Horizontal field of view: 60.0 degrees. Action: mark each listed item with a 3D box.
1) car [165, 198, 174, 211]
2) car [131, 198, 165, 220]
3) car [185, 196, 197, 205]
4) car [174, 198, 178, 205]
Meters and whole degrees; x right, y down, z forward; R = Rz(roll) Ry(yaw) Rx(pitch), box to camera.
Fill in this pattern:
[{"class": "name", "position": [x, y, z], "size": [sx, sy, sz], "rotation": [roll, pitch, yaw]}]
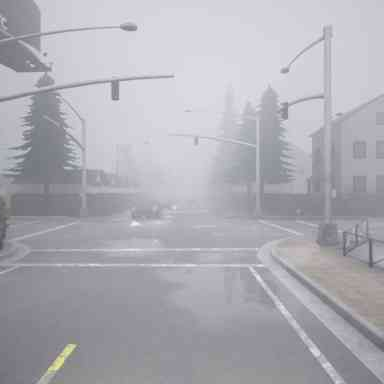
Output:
[{"class": "car", "position": [-3.664, 1.525, 41.845], "size": [1.812, 1.442, 4.674], "rotation": [0, 0, 0]}, {"class": "car", "position": [-3.655, 1.329, 27.521], "size": [2.097, 1.767, 4.553], "rotation": [-1, -1, 0]}, {"class": "car", "position": [-0.100, 1.491, 59.300], "size": [2.128, 1.511, 4.902], "rotation": [0, 0, 0]}, {"class": "car", "position": [-3.600, 1.666, 59.433], "size": [1.895, 1.301, 4.718], "rotation": [0, 0, 0]}]
